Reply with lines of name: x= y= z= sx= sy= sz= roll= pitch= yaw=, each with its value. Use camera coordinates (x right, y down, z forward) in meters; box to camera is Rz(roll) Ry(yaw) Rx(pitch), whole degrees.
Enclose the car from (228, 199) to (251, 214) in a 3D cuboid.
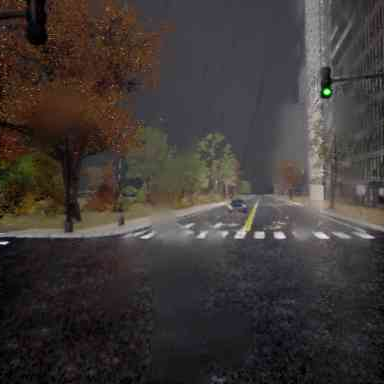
car: x=5.308 y=1.583 z=38.379 sx=2.097 sy=1.767 sz=4.553 roll=-2 pitch=-1 yaw=12
